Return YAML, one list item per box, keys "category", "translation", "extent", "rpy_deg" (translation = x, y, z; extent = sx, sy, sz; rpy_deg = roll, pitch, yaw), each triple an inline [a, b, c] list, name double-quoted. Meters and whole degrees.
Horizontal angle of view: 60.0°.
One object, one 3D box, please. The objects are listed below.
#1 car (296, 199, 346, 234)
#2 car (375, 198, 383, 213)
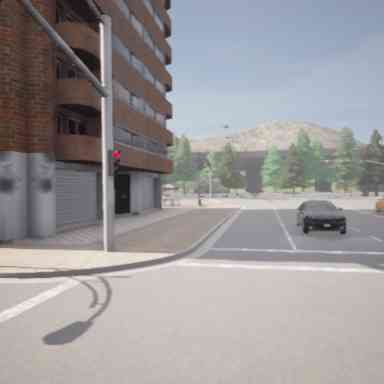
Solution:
- category: "car"
  translation: [6.459, 1.159, 17.058]
  extent: [1.882, 1.535, 5.008]
  rpy_deg: [-1, 1, 12]
- category: "car"
  translation: [15.507, 0.930, 25.214]
  extent: [1.882, 1.535, 5.008]
  rpy_deg: [-1, 1, 12]
